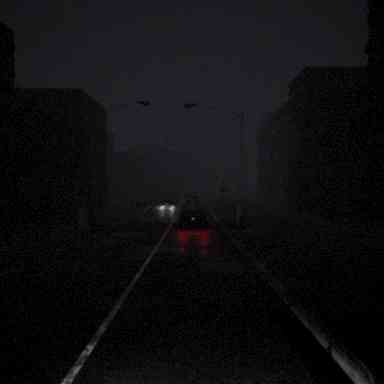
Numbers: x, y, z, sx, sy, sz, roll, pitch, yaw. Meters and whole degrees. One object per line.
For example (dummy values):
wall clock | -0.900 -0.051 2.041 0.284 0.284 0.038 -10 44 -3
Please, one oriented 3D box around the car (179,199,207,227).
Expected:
car | 0.070 1.589 24.275 1.882 1.535 5.008 0 1 0

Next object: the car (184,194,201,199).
car | 0.059 0.947 41.944 2.128 1.511 4.902 1 3 -1

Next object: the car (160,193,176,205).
car | -3.157 0.863 44.456 2.033 1.411 5.357 0 3 0
